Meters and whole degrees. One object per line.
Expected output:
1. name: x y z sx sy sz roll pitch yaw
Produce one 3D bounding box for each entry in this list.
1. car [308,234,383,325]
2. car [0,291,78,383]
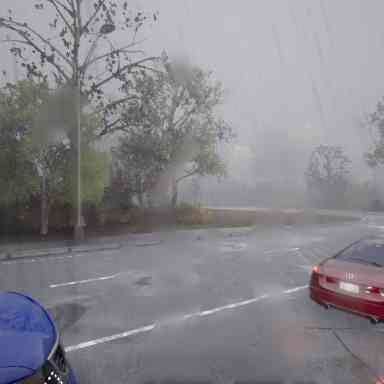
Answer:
1. car: 4.275 1.564 6.717 4.181 1.385 1.994 0 0 -35
2. car: -3.350 1.221 1.330 5.566 2.045 2.150 0 0 -36
